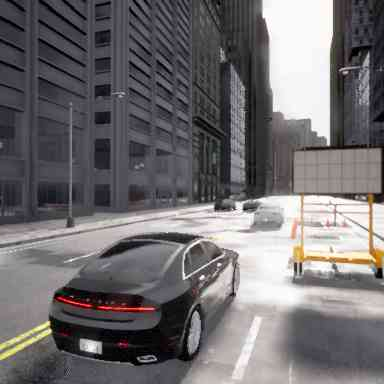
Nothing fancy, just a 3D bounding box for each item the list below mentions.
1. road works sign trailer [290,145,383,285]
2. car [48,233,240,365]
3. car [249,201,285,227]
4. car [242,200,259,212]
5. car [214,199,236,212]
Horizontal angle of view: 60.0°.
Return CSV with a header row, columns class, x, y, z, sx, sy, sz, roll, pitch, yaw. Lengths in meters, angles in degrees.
class,x,y,z,sx,sy,sz,roll,pitch,yaw
road works sign trailer,4.175,0.470,9.706,2.380,3.560,2.880,0,0,19
car,-0.377,1.505,6.071,1.837,1.490,4.892,0,0,19
car,5.463,1.555,23.386,1.812,1.442,4.674,0,0,19
car,7.162,1.618,39.217,2.033,1.411,5.357,0,0,19
car,3.991,1.548,39.985,1.882,1.535,5.008,0,0,19
